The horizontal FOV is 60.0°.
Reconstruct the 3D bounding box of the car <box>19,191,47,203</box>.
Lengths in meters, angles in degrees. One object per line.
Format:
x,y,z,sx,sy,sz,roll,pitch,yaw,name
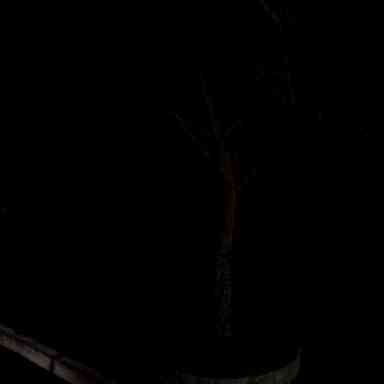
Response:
-19.901,0.913,40.975,2.150,2.045,5.566,1,0,32,car
